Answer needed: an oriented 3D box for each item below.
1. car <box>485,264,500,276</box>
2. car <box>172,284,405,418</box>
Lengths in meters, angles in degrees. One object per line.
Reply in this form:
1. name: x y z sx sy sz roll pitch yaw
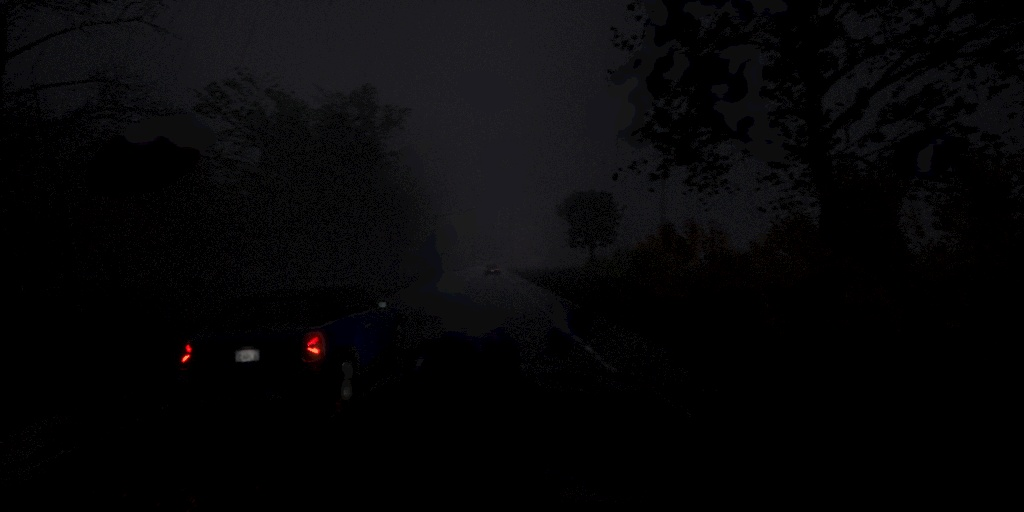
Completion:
1. car: -2.687 1.888 48.314 1.994 1.385 4.181 -3 -1 -4
2. car: -3.491 1.309 6.669 2.097 1.767 4.553 -3 -1 -4
